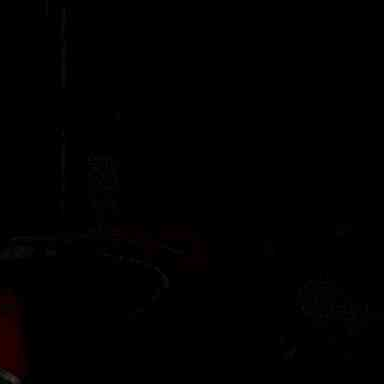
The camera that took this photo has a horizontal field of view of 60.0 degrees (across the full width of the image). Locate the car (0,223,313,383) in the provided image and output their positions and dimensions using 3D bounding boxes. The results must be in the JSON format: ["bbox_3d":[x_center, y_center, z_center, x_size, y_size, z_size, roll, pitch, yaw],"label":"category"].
[{"bbox_3d":[-1.191,1.314,3.931,5.009,1.841,2.192,0,0,36],"label":"car"}]
